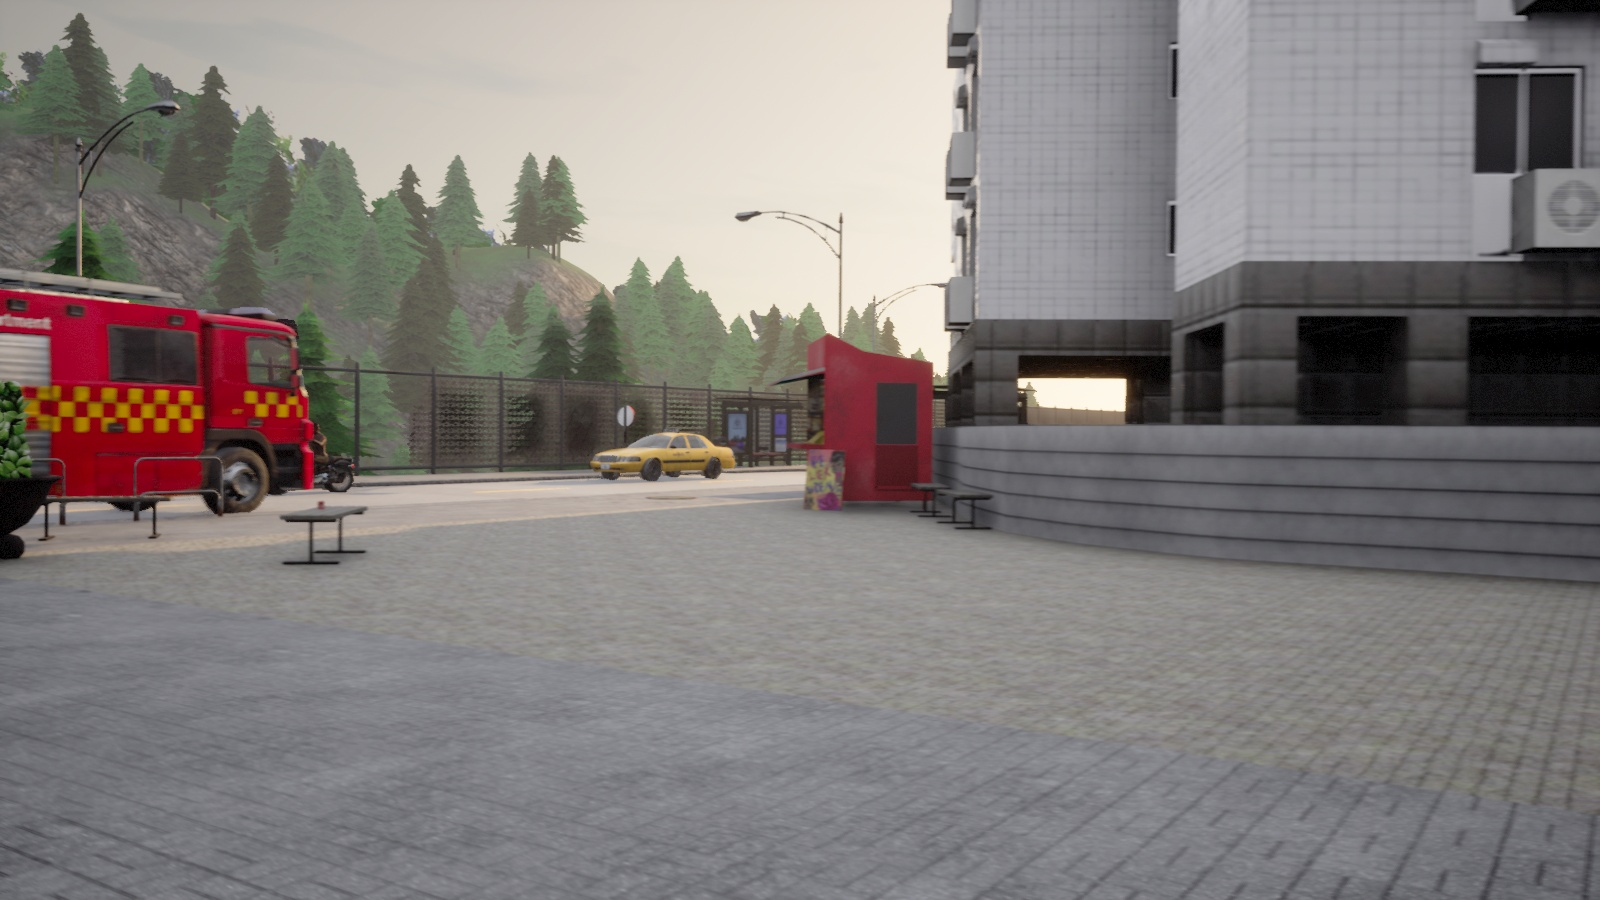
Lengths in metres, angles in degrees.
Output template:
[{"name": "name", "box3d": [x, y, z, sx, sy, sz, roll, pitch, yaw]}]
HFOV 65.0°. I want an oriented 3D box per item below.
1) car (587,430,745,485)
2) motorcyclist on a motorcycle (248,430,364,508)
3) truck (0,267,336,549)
[{"name": "car", "box3d": [-4.010, 0.180, 38.576, 1.801, 1.575, 5.366, 0, 1, 34]}, {"name": "motorcyclist on a motorcycle", "box3d": [-10.998, 0.399, 28.047, 0.766, 1.649, 2.350, 0, 1, 34]}, {"name": "truck", "box3d": [-11.449, -0.594, 19.349, 2.891, 3.827, 8.468, 0, 1, 24]}]
